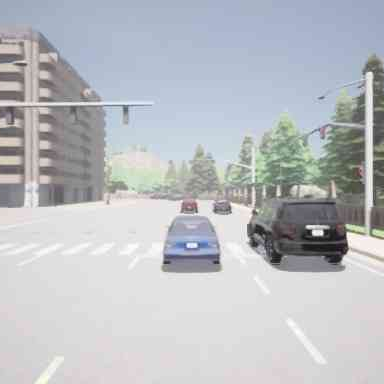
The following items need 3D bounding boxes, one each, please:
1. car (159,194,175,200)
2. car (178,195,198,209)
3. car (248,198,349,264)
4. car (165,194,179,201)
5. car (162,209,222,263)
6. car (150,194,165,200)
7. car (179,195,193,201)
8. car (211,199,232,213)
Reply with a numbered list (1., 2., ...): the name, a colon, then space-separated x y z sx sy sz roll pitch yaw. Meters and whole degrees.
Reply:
1. car: -6.948 1.356 93.273 1.837 1.490 4.892 0 0 -41
2. car: -0.290 1.479 37.917 1.882 1.535 5.008 0 0 -1
3. car: 3.482 1.221 11.937 2.150 2.045 5.566 0 0 0
4. car: -4.471 1.530 82.685 1.812 1.442 4.674 0 0 -27
5. car: -0.023 1.548 11.864 2.033 1.411 5.357 0 0 -1
6. car: -9.694 1.217 91.105 2.097 1.767 4.553 0 0 -41
7. car: -1.550 1.528 84.704 1.812 1.442 4.674 0 0 -27
8. car: 3.227 1.490 36.400 2.128 1.511 4.902 0 0 -1
